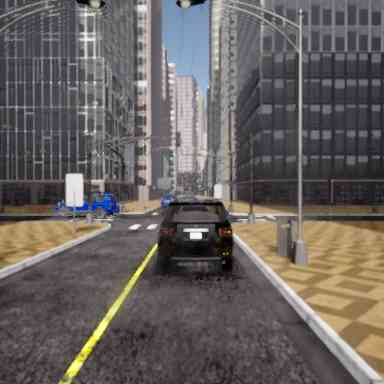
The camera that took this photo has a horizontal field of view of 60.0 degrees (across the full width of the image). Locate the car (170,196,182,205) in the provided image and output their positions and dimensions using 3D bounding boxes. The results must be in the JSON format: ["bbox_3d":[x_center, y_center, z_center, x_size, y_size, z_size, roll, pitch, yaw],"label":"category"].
[{"bbox_3d":[-2.965,1.585,63.230,2.033,1.411,5.357,0,0,1],"label":"car"}]

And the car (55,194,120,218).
[{"bbox_3d":[-9.282,1.220,29.663,5.566,2.045,2.150,0,0,6],"label":"car"}]

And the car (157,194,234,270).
[{"bbox_3d":[0.111,1.220,11.214,2.150,2.045,5.566,0,0,0],"label":"car"}]

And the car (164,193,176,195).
[{"bbox_3d":[-3.048,1.236,46.340,2.150,2.045,5.566,0,0,0],"label":"car"}]

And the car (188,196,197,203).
[{"bbox_3d":[0.060,1.573,71.883,1.812,1.442,4.674,0,0,0],"label":"car"}]

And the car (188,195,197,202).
[{"bbox_3d":[0.069,1.575,81.901,2.128,1.511,4.902,0,0,0],"label":"car"}]
